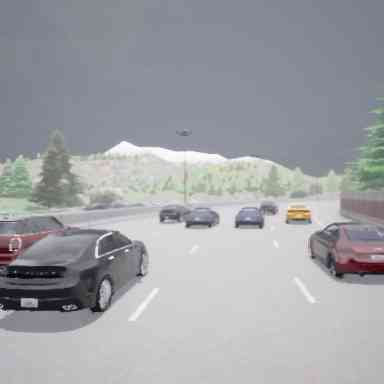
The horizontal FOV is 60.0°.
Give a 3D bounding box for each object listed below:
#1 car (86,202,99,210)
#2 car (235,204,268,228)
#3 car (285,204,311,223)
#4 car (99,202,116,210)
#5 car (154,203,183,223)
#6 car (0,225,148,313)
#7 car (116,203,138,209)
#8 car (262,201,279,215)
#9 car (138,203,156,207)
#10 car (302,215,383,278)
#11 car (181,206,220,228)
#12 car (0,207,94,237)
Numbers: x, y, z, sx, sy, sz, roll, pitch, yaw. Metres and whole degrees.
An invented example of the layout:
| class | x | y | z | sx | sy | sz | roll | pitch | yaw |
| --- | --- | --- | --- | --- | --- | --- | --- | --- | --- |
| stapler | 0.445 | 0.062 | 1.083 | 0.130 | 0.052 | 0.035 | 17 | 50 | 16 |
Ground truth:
| class | x | y | z | sx | sy | sz | roll | pitch | yaw |
| --- | --- | --- | --- | --- | --- | --- | --- | --- | --- |
| car | -15.406 | 2.434 | 53.897 | 1.812 | 1.442 | 4.674 | -1 | -1 | 23 |
| car | 4.307 | 1.807 | 24.498 | 1.994 | 1.385 | 4.181 | -1 | -1 | 14 |
| car | 8.800 | 1.696 | 27.663 | 1.882 | 1.535 | 5.008 | -1 | -1 | 16 |
| car | -12.183 | 2.409 | 52.531 | 1.994 | 1.385 | 4.181 | -1 | -1 | 23 |
| car | -1.430 | 1.903 | 29.989 | 1.837 | 1.490 | 4.892 | -1 | -1 | 16 |
| car | -2.438 | 1.643 | 8.015 | 1.837 | 1.490 | 4.892 | -1 | -1 | 7 |
| car | -8.904 | 2.344 | 51.305 | 2.033 | 1.411 | 5.357 | -1 | -1 | 23 |
| car | 9.086 | 1.866 | 39.223 | 1.837 | 1.490 | 4.892 | -1 | 0 | 21 |
| car | -5.692 | 2.332 | 49.912 | 1.895 | 1.301 | 4.718 | -1 | -1 | 23 |
| car | 4.938 | 1.622 | 10.286 | 1.994 | 1.385 | 4.181 | -1 | -1 | 8 |
| car | 0.864 | 1.868 | 25.139 | 1.994 | 1.385 | 4.181 | -1 | -1 | 14 |
| car | -5.470 | 1.579 | 11.530 | 2.097 | 1.767 | 4.553 | -1 | -1 | 8 |
